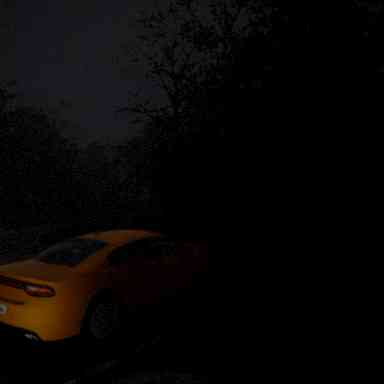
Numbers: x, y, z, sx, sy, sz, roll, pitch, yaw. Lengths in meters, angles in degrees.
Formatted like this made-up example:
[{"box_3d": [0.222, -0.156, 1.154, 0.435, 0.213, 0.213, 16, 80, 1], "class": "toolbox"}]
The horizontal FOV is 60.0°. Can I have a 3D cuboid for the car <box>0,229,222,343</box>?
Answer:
[{"box_3d": [-1.232, 1.493, 6.690, 2.097, 1.535, 5.008, 0, 0, 36], "class": "car"}]
